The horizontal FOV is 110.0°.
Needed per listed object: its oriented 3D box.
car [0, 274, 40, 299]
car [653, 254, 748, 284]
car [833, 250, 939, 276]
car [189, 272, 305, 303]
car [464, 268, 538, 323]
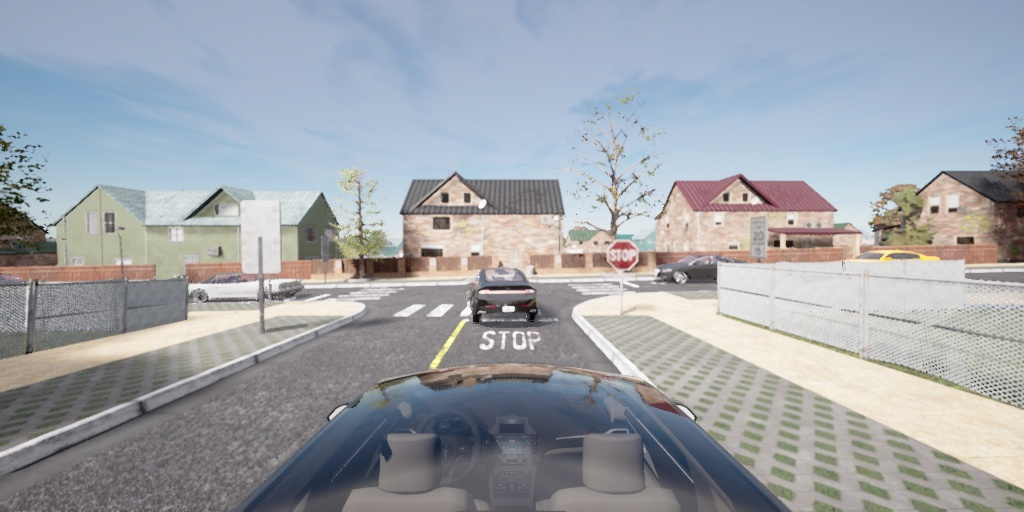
[{"bbox_3d":[-24.438,1.593,16.690,4.902,1.511,2.128,-1,2,0],"label":"car"},{"bbox_3d":[10.349,0.684,19.734,4.902,1.511,2.128,-1,2,0],"label":"car"},{"bbox_3d":[20.389,0.434,19.759,5.008,1.535,1.882,-1,2,0],"label":"car"},{"bbox_3d":[-12.440,1.417,16.722,4.718,1.301,1.895,-1,2,0],"label":"car"},{"bbox_3d":[-0.453,1.113,11.556,2.128,1.511,4.902,0,1,-9],"label":"car"}]
